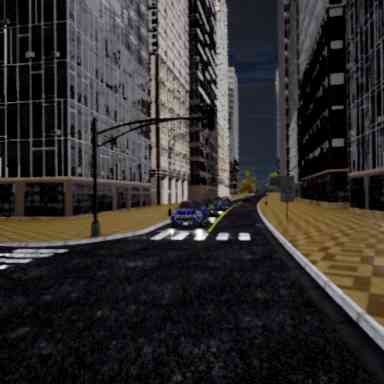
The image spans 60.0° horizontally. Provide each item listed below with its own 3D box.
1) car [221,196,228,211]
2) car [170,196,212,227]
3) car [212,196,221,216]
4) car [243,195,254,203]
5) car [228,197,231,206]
[{"bbox_3d":[2.790,1.298,40.211,2.097,1.767,4.553,-1,0,11],"label":"car"},{"bbox_3d":[-0.079,1.350,22.704,2.097,1.767,4.553,-1,0,8],"label":"car"},{"bbox_3d":[1.284,1.327,31.534,2.097,1.767,4.553,-1,0,9],"label":"car"},{"bbox_3d":[10.828,1.345,63.903,2.033,1.411,5.357,-1,0,13],"label":"car"},{"bbox_3d":[4.783,1.397,50.398,2.128,1.511,4.902,-1,0,12],"label":"car"}]
